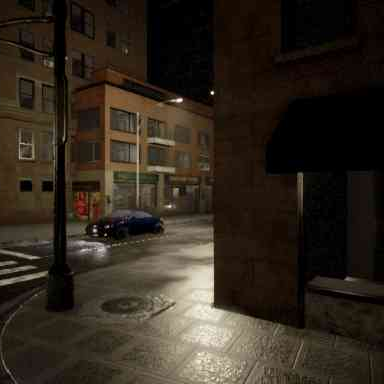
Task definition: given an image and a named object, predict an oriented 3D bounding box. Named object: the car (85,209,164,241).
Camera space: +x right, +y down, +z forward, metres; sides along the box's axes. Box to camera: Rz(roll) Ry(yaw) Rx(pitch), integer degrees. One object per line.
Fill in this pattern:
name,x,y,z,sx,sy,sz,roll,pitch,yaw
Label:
car,-3.308,1.594,16.903,1.994,1.385,4.181,0,0,35
